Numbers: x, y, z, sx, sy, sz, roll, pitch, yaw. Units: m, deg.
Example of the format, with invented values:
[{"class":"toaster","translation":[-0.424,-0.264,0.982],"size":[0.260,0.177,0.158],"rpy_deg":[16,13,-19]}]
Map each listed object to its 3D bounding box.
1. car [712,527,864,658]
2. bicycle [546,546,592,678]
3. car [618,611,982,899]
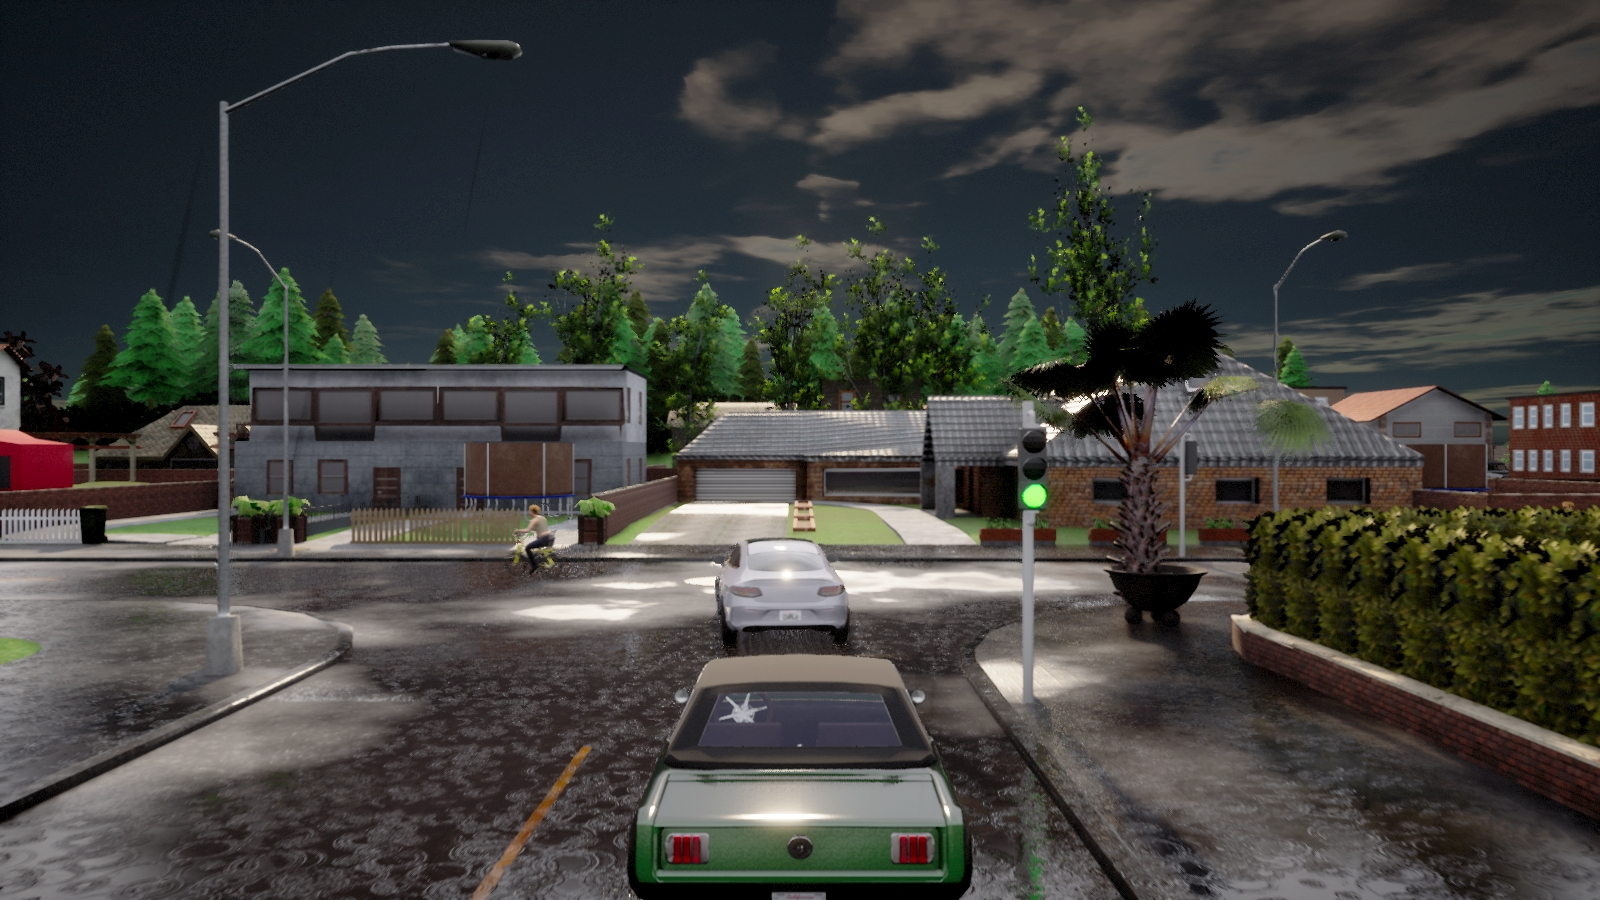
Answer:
[{"class":"car","translation":[-0.341,2.081,17.799],"size":[2.002,1.442,4.674],"rpy_deg":[0,0,-5]},{"class":"bicycle","translation":[-2.993,2.059,14.911],"size":[0.329,1.471,1.835],"rpy_deg":[-1,0,-4]},{"class":"car","translation":[0.000,2.155,8.295],"size":[1.895,1.301,4.718],"rpy_deg":[0,0,0]}]
